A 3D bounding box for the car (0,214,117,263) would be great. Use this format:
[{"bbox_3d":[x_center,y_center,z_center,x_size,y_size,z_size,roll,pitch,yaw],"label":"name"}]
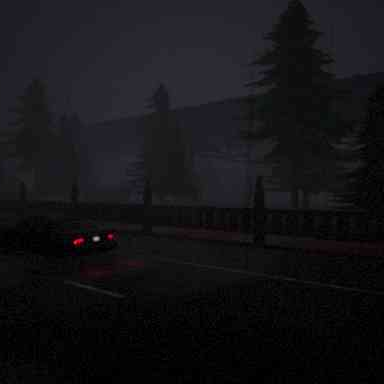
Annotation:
[{"bbox_3d":[-5.046,1.518,11.918,5.357,1.411,2.033,0,0,36],"label":"car"}]
